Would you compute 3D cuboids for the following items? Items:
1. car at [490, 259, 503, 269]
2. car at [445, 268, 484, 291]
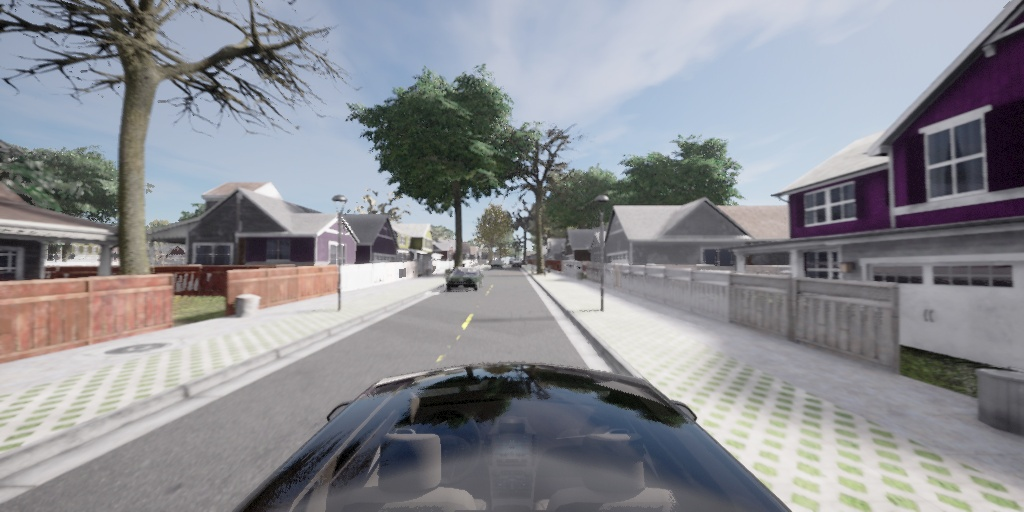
[{"bbox_3d":[-2.736,1.381,64.582,2.097,1.767,4.553,0,0,1],"label":"car"},{"bbox_3d":[-2.835,1.398,22.167,1.895,1.301,4.718,0,0,0],"label":"car"}]
